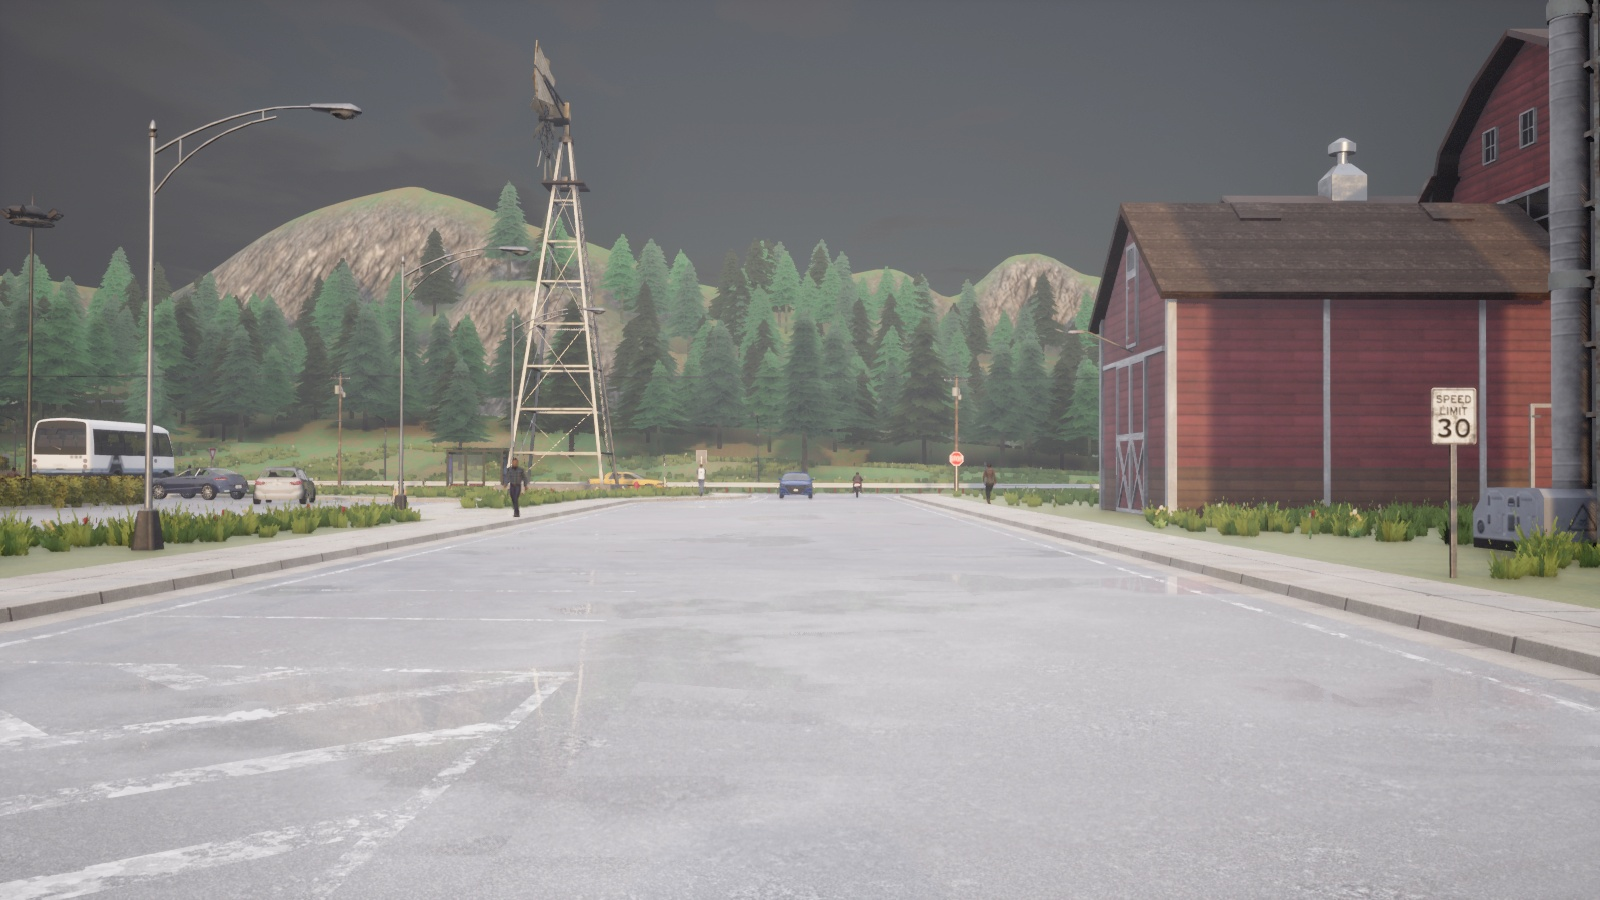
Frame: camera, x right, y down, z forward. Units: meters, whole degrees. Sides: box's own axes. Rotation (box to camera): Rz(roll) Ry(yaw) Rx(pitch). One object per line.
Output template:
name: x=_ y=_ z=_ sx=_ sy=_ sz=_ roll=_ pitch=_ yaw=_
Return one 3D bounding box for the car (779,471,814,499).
car: x=-0.202 y=1.993 z=71.635 sx=1.882 sy=1.535 sz=5.008 roll=0 pitch=-1 yaw=0

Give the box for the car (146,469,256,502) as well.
car: x=-30.369 y=1.781 z=63.640 sx=5.027 sy=1.651 sz=2.152 roll=-1 pitch=-1 yaw=21

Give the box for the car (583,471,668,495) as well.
car: x=-11.489 y=2.185 z=82.812 sx=5.366 sy=1.575 sz=1.801 roll=0 pitch=-1 yaw=1

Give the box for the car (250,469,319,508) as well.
car: x=-23.199 y=1.701 z=56.668 sx=2.242 sy=1.667 sz=4.611 roll=0 pitch=-1 yaw=-14

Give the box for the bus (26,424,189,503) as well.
bus: x=-39.685 y=0.812 z=72.543 sx=3.944 sy=4.253 sz=10.273 roll=0 pitch=-1 yaw=-1

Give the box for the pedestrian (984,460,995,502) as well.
pedestrian: x=8.202 y=1.348 z=54.396 sx=0.328 sy=1.805 sz=0.869 roll=0 pitch=-1 yaw=-1

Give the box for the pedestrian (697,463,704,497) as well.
pedestrian: x=-5.420 y=1.642 z=68.689 sx=0.354 sy=1.836 sz=0.706 roll=0 pitch=-1 yaw=-3

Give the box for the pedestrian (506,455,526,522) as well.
pedestrian: x=-8.346 y=1.122 z=36.944 sx=0.423 sy=1.949 sz=0.788 roll=0 pitch=-1 yaw=0
